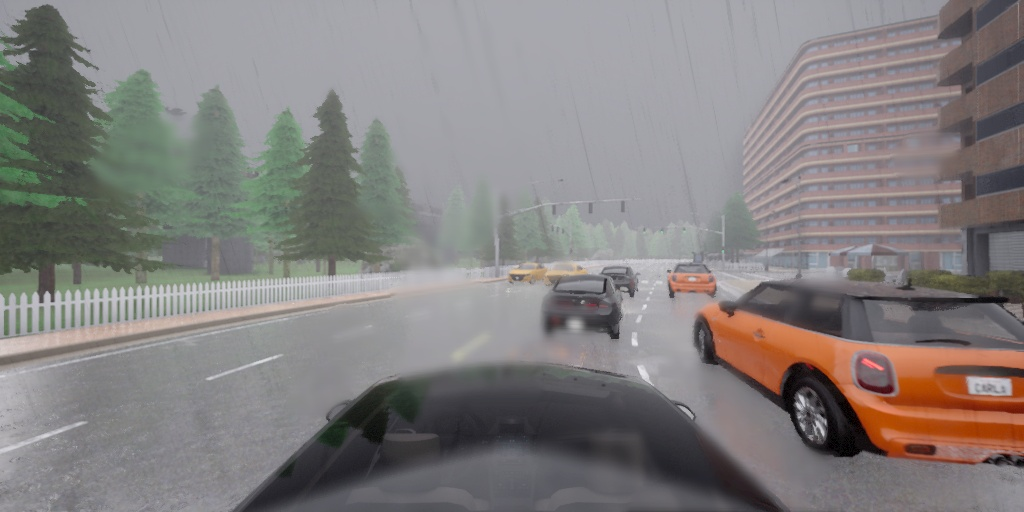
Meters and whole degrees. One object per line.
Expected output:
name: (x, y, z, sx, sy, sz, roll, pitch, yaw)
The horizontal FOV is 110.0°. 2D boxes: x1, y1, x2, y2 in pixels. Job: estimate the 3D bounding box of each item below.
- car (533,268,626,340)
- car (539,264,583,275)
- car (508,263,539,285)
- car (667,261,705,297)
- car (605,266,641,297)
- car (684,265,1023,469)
car: (2.168, 1.273, 10.242, 1.837, 1.490, 4.892, 0, 0, 18)
car: (3.719, 1.271, 23.965, 1.882, 1.535, 5.008, 0, 0, 24)
car: (1.357, 1.279, 27.256, 1.882, 1.535, 5.008, 0, 0, 24)
car: (9.389, 1.139, 18.972, 2.097, 1.767, 4.553, 0, 0, 23)
car: (5.764, 1.292, 19.406, 1.837, 1.490, 4.892, 0, 0, 23)
car: (4.317, 1.109, 5.076, 2.097, 1.767, 4.553, 0, 0, 10)
